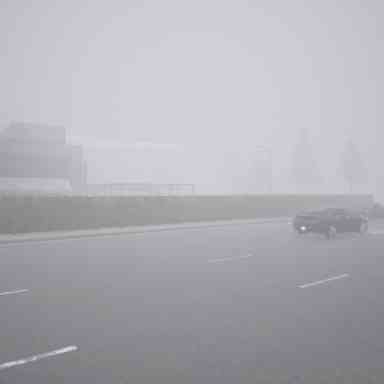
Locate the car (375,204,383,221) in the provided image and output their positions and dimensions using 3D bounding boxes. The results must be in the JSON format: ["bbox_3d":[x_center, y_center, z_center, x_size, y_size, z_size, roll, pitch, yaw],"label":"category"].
[{"bbox_3d":[14.844,1.601,27.274,4.718,1.301,1.895,0,0,-36],"label":"car"}]

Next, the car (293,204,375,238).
[{"bbox_3d":[7.380,1.505,17.597,4.892,1.490,1.837,0,0,-35],"label":"car"}]
